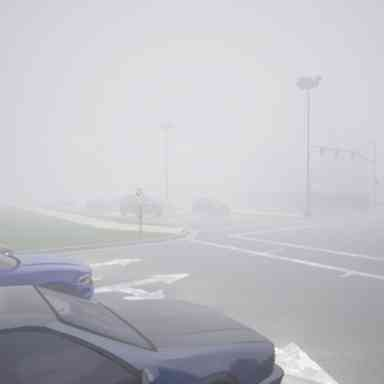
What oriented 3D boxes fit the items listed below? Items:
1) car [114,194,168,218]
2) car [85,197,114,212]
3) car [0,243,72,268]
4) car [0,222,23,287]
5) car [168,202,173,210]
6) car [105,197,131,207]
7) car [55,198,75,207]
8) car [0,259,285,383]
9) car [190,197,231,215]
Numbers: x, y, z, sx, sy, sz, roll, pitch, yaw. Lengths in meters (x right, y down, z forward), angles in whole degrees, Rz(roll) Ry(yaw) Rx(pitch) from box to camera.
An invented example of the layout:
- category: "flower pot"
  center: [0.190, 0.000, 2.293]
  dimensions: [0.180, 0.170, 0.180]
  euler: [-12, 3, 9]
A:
- category: "car"
  center: [-4.766, 1.211, 30.354]
  dimensions: [2.150, 2.045, 5.566]
  euler: [0, 0, -36]
- category: "car"
  center: [-11.030, 1.482, 38.944]
  dimensions: [2.128, 1.511, 4.902]
  euler: [0, 0, -36]
- category: "car"
  center: [-4.078, 1.478, 5.157]
  dimensions: [5.008, 1.535, 1.882]
  euler: [0, 0, -35]
- category: "car"
  center: [-6.441, 1.565, 7.772]
  dimensions: [4.181, 1.385, 1.994]
  euler: [0, 0, -35]
- category: "car"
  center: [-4.204, 1.476, 41.462]
  dimensions: [2.128, 1.511, 4.902]
  euler: [0, 0, -36]
- category: "car"
  center: [-11.597, 1.532, 51.640]
  dimensions: [2.033, 1.411, 5.357]
  euler: [0, 0, -36]
- category: "car"
  center: [-19.168, 1.553, 50.191]
  dimensions: [1.994, 1.385, 4.181]
  euler: [0, 0, -35]
- category: "car"
  center: [-1.685, 1.547, 2.560]
  dimensions: [5.357, 1.411, 2.033]
  euler: [0, 0, -35]
- category: "car"
  center: [1.830, 1.336, 33.193]
  dimensions: [2.097, 1.767, 4.553]
  euler: [0, 0, -36]
